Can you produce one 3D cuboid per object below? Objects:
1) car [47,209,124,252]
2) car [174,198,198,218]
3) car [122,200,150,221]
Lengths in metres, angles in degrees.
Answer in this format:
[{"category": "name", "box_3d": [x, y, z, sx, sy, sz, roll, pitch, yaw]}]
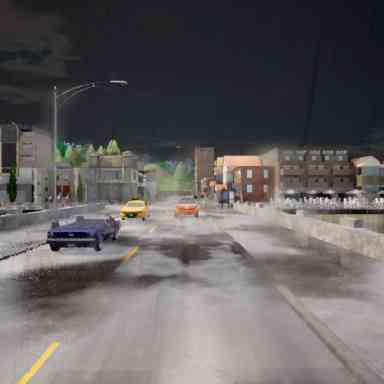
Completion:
[{"category": "car", "box_3d": [-4.377, 1.601, 14.140, 1.895, 1.301, 4.718, 0, 0, -1]}, {"category": "car", "box_3d": [-0.522, 1.352, 30.761, 2.097, 1.767, 4.553, 0, 0, -1]}, {"category": "car", "box_3d": [-4.632, 1.478, 27.544, 1.882, 1.535, 5.008, 0, 0, -1]}]
